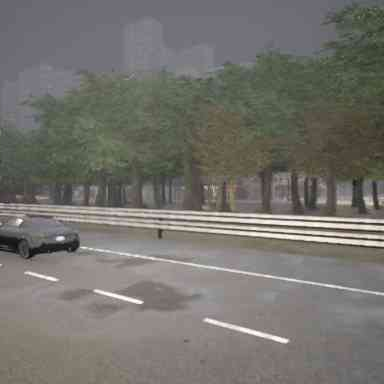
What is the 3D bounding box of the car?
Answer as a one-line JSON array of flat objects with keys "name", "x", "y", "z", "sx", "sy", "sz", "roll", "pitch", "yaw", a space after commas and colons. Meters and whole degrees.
[{"name": "car", "x": -6.144, "y": 1.570, "z": 12.552, "sx": 4.181, "sy": 1.385, "sz": 1.994, "roll": 0, "pitch": 0, "yaw": 36}]
